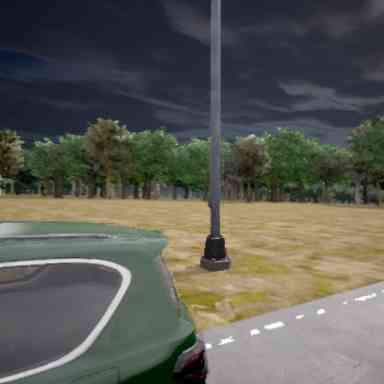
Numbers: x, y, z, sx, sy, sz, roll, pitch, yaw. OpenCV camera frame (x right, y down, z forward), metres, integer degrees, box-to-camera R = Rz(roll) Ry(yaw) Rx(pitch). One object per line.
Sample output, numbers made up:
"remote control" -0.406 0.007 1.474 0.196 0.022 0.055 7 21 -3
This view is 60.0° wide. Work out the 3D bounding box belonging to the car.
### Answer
"car" -2.487 1.235 1.518 5.566 2.045 2.150 1 -1 -33
